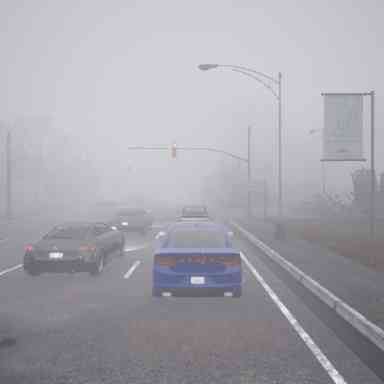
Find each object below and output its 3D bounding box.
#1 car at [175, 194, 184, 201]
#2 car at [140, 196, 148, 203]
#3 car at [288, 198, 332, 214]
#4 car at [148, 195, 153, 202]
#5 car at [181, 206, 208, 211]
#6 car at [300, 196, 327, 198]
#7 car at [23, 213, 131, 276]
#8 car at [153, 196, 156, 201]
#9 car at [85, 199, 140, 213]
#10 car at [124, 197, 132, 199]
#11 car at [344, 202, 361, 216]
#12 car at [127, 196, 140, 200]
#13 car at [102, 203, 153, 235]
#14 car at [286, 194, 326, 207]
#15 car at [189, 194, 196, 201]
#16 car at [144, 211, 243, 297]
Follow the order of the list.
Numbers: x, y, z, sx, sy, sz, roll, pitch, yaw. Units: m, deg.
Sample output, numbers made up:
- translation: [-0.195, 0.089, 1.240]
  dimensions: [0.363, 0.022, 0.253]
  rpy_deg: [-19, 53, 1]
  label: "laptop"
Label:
- translation: [-3.372, 1.349, 85.969]
  dimensions: [2.097, 1.767, 4.553]
  rpy_deg: [0, 0, 0]
  label: "car"
- translation: [-10.429, 1.564, 64.788]
  dimensions: [1.994, 1.385, 4.181]
  rpy_deg: [0, 0, 2]
  label: "car"
- translation: [12.666, 1.564, 34.681]
  dimensions: [4.181, 1.385, 1.994]
  rpy_deg: [0, 0, 3]
  label: "car"
- translation: [-10.389, 1.524, 74.392]
  dimensions: [1.812, 1.442, 4.674]
  rpy_deg: [0, 0, 0]
  label: "car"
- translation: [0.127, 1.491, 18.110]
  dimensions: [2.128, 1.511, 4.902]
  rpy_deg: [0, 0, 0]
  label: "car"
- translation: [14.071, 1.478, 38.306]
  dimensions: [5.008, 1.535, 1.882]
  rpy_deg: [0, 0, 3]
  label: "car"
- translation: [-3.395, 1.564, 10.385]
  dimensions: [1.994, 1.385, 4.181]
  rpy_deg: [0, 0, 1]
  label: "car"
- translation: [-10.374, 1.549, 84.418]
  dimensions: [1.994, 1.385, 4.181]
  rpy_deg: [0, 0, 0]
  label: "car"
- translation: [-7.819, 1.601, 32.366]
  dimensions: [4.718, 1.301, 1.895]
  rpy_deg: [0, 0, 3]
  label: "car"
- translation: [-9.677, 1.564, 39.089]
  dimensions: [4.181, 1.385, 1.994]
  rpy_deg: [0, 0, -31]
  label: "car"
- translation: [16.312, 1.525, 30.964]
  dimensions: [4.674, 1.442, 1.812]
  rpy_deg: [0, 0, 3]
  label: "car"
- translation: [-10.503, 1.491, 55.436]
  dimensions: [2.128, 1.511, 4.902]
  rpy_deg: [0, 0, 0]
  label: "car"
- translation: [-3.373, 1.564, 18.768]
  dimensions: [1.994, 1.385, 4.181]
  rpy_deg: [0, 0, 0]
  label: "car"
- translation: [14.784, 1.221, 41.791]
  dimensions: [5.566, 2.045, 2.150]
  rpy_deg: [0, 0, 2]
  label: "car"
- translation: [0.127, 1.533, 85.577]
  dimensions: [2.033, 1.411, 5.357]
  rpy_deg: [0, 0, 0]
  label: "car"
- translation: [0.112, 1.478, 8.611]
  dimensions: [1.882, 1.535, 5.008]
  rpy_deg: [0, 0, 0]
  label: "car"
